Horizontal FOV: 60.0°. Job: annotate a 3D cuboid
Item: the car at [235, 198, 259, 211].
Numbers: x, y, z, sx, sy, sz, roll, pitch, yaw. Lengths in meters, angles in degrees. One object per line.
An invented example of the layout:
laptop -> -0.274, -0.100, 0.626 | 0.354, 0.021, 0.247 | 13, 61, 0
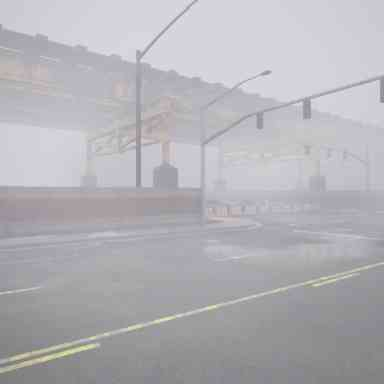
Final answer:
car -> 6.083, 1.295, 36.427 | 1.853, 1.218, 4.536 | 0, 0, 18

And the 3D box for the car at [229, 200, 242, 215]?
car -> 2.321, 1.453, 33.693 | 4.974, 1.542, 2.038 | 0, 0, 8

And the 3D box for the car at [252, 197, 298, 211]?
car -> 9.978, 1.453, 40.136 | 4.974, 1.542, 2.038 | 0, 0, -7

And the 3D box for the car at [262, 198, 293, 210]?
car -> 9.926, 1.295, 40.130 | 4.536, 1.218, 1.853 | 0, 0, -7

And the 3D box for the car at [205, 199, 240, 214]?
car -> 2.270, 1.295, 33.700 | 4.536, 1.218, 1.853 | 0, 0, 8

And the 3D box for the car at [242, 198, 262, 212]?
car -> 6.067, 1.453, 36.377 | 2.038, 1.542, 4.974 | 0, 0, 18
